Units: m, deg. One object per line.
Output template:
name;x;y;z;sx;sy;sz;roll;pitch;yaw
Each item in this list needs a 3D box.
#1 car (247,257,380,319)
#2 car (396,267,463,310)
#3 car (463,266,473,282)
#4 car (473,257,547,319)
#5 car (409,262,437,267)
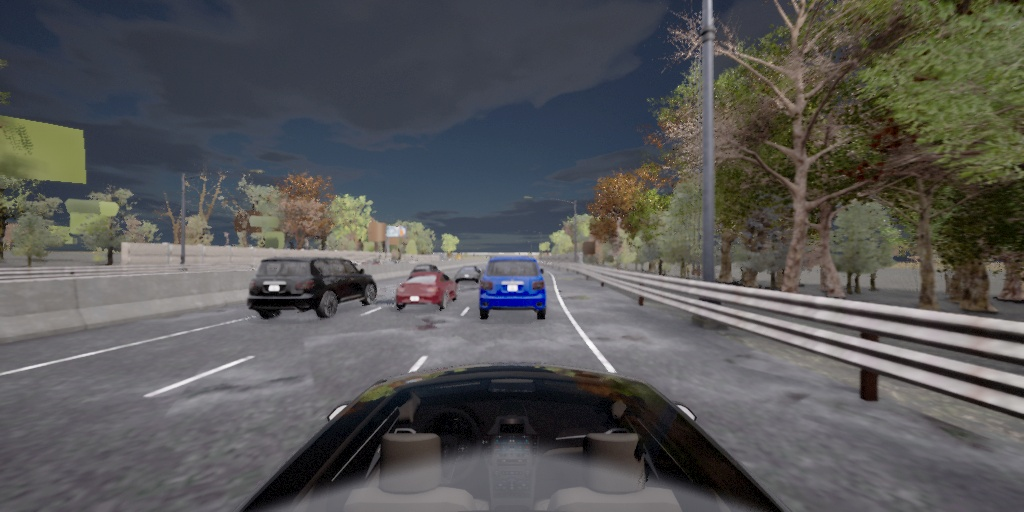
car;-6.960;1.044;13.217;2.150;2.045;5.566;0;0;1
car;-3.444;1.357;15.053;1.812;1.442;4.674;0;0;0
car;-3.445;1.490;29.437;1.994;1.385;4.181;0;0;0
car;0.040;1.043;13.236;2.150;2.045;5.566;0;0;1
car;-6.945;1.432;29.398;1.837;1.490;4.892;0;0;0
